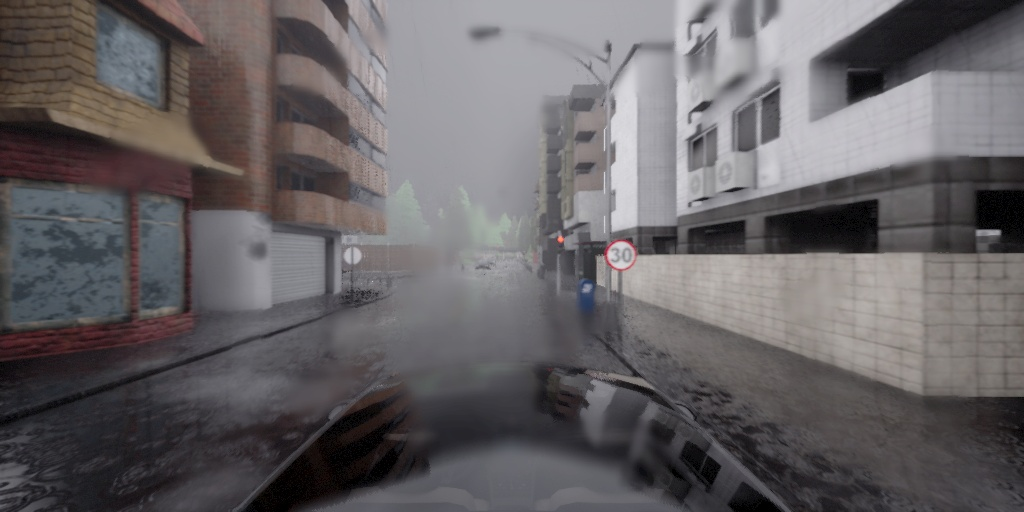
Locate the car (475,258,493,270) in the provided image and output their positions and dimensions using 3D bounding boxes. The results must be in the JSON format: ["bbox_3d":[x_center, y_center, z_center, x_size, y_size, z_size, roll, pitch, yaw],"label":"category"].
[{"bbox_3d":[-4.109,1.255,51.436,1.837,1.490,4.892,0,0,0],"label":"car"}]
